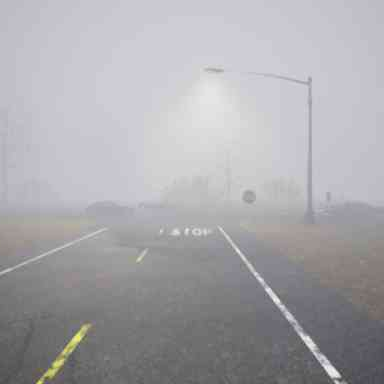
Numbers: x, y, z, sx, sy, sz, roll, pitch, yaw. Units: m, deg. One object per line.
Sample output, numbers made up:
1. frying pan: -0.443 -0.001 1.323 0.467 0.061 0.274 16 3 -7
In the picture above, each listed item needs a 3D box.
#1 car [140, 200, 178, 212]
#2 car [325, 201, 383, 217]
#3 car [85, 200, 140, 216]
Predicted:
1. car: -3.961 1.555 38.245 4.718 1.301 1.895 0 0 -1
2. car: 15.593 1.587 31.762 5.357 1.411 2.033 0 0 -2
3. car: -7.595 1.484 31.152 4.674 1.442 1.812 0 0 -1
